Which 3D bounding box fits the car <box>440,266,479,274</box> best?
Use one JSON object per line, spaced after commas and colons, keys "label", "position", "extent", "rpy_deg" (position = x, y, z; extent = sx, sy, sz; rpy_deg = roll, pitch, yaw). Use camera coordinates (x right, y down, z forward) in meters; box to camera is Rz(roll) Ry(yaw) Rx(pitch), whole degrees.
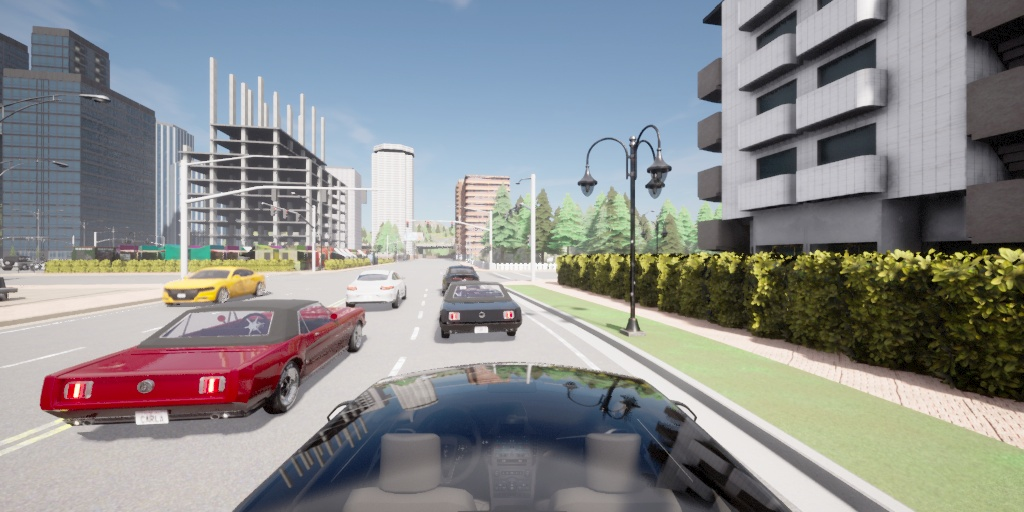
{"label": "car", "position": [-2.788, 1.255, 19.248], "extent": [1.837, 1.490, 4.892], "rpy_deg": [0, 0, -12]}

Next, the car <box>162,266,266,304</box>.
{"label": "car", "position": [-12.910, 1.227, 15.915], "extent": [1.882, 1.535, 5.008], "rpy_deg": [0, 0, -12]}

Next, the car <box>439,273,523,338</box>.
{"label": "car", "position": [-1.038, 1.351, 10.157], "extent": [1.895, 1.301, 4.718], "rpy_deg": [0, 0, -9]}

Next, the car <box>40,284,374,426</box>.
{"label": "car", "position": [-3.909, 1.351, 5.846], "extent": [1.895, 1.301, 4.718], "rpy_deg": [0, 0, -7]}

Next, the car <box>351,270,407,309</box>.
{"label": "car", "position": [-5.447, 1.276, 14.730], "extent": [1.812, 1.442, 4.674], "rpy_deg": [0, 0, -11]}
